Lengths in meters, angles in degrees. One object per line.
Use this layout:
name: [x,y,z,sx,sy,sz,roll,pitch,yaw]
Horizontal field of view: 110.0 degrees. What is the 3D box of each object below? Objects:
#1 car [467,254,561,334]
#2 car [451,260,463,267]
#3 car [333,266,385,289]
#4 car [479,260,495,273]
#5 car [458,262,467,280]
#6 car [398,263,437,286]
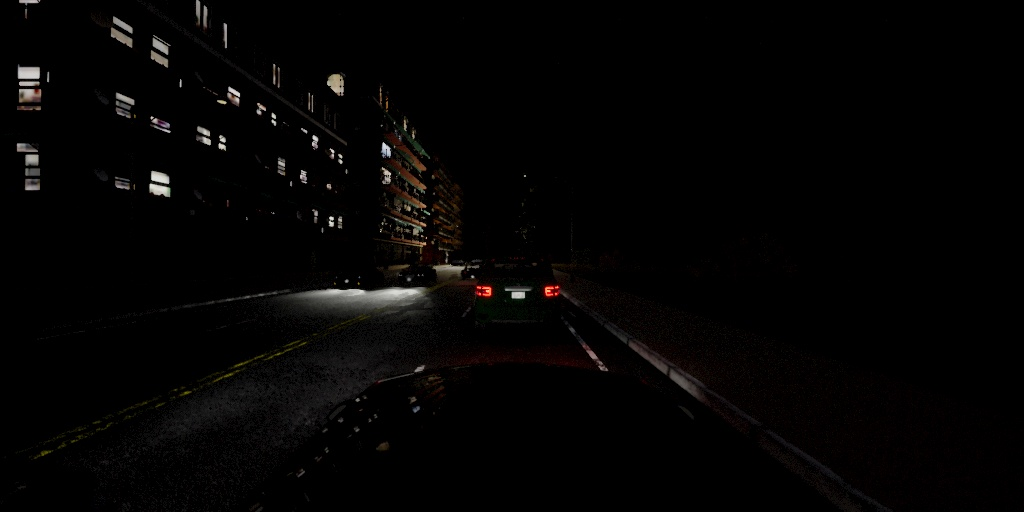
car: [0.104,0.973,10.742,2.150,2.045,5.566,0,0,-1]
car: [-9.777,1.353,64.557,1.895,1.301,4.718,0,0,1]
car: [-9.845,1.317,23.319,1.994,1.385,4.181,0,0,0]
car: [-3.131,1.258,45.580,1.837,1.490,4.892,0,0,-1]
car: [-3.142,1.355,30.881,1.895,1.301,4.718,0,0,0]
car: [-6.594,1.245,25.429,2.128,1.511,4.902,0,0,0]
